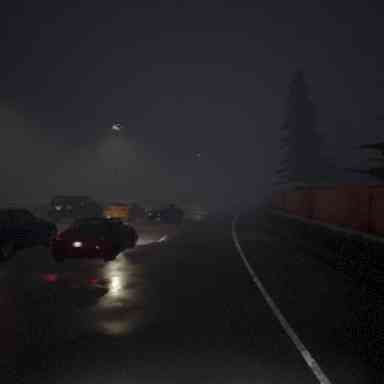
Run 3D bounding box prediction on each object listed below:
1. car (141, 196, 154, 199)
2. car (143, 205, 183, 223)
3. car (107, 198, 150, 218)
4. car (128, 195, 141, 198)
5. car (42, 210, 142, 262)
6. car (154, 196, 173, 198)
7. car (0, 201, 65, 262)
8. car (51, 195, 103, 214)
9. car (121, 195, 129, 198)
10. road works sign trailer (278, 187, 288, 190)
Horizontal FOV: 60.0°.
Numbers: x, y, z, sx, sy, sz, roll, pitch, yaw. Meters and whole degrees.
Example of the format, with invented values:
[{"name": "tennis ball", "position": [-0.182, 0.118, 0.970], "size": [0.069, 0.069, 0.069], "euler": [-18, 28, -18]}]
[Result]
[{"name": "car", "position": [-8.882, 1.597, 75.246], "size": [1.837, 1.490, 4.892], "euler": [0, 0, 24]}, {"name": "car", "position": [-1.996, 1.635, 25.871], "size": [1.895, 1.301, 4.718], "euler": [0, 0, 9]}, {"name": "car", "position": [-5.291, 1.512, 27.315], "size": [1.882, 1.535, 5.008], "euler": [0, 0, 10]}, {"name": "car", "position": [-11.953, 1.577, 76.933], "size": [1.882, 1.535, 5.008], "euler": [0, 0, 24]}, {"name": "car", "position": [-3.387, 1.580, 12.244], "size": [1.994, 1.385, 4.181], "euler": [0, 0, 4]}, {"name": "car", "position": [-5.810, 1.574, 73.559], "size": [1.882, 1.535, 5.008], "euler": [0, 0, 24]}, {"name": "car", "position": [-6.880, 1.365, 12.420], "size": [2.097, 1.767, 4.553], "euler": [0, 0, 4]}, {"name": "car", "position": [-9.045, 1.257, 26.175], "size": [2.150, 2.045, 5.566], "euler": [0, 0, 9]}, {"name": "car", "position": [-15.020, 1.455, 78.651], "size": [2.097, 1.767, 4.553], "euler": [0, 0, 24]}, {"name": "road works sign trailer", "position": [22.390, 0.582, 81.658], "size": [2.380, 3.560, 2.880], "euler": [0, 0, 34]}]
